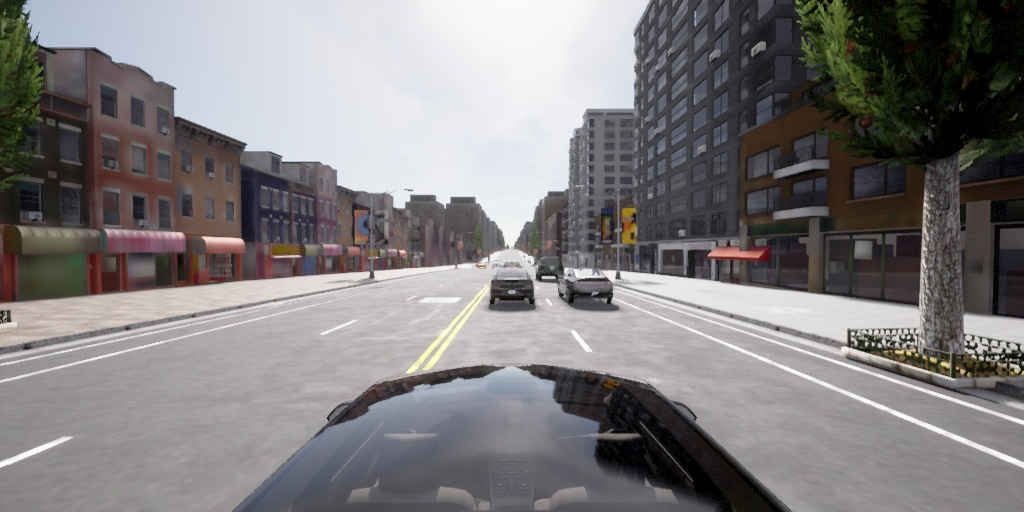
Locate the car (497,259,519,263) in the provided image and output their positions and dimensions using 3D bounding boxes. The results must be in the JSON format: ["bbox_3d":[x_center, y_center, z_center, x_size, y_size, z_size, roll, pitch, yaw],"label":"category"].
[{"bbox_3d":[0.000,1.214,31.482,2.097,1.767,4.553,0,0,0],"label":"car"}]

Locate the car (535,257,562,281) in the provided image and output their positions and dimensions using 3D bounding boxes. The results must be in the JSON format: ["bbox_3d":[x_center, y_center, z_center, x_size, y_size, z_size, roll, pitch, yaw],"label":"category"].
[{"bbox_3d":[3.250,1.106,31.541,2.150,2.045,5.566,0,0,0],"label":"car"}]

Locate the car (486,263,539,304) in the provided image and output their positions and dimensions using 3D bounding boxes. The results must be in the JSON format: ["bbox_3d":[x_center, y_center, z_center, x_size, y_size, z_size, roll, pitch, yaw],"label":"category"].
[{"bbox_3d":[0.000,1.273,16.507,1.882,1.535,5.008,0,0,0],"label":"car"}]

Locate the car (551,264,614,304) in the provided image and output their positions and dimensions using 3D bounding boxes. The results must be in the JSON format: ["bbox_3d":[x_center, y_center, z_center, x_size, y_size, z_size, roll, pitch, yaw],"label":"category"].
[{"bbox_3d":[3.250,1.283,16.506,2.128,1.511,4.902,0,0,0],"label":"car"}]
